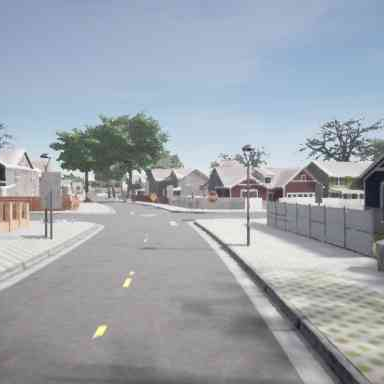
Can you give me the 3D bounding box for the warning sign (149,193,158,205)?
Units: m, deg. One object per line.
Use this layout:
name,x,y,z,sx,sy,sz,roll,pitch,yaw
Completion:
warning sign,-6.159,1.134,53.255,1.300,1.860,1.060,1,1,-18
